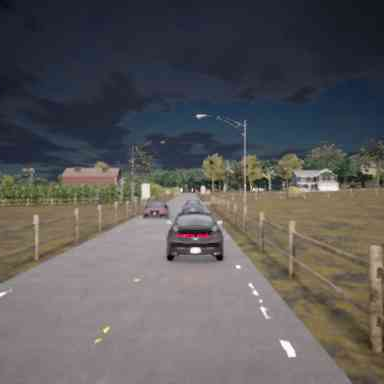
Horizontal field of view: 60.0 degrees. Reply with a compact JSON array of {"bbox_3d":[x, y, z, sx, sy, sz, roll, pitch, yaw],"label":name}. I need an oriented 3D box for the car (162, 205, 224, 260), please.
[{"bbox_3d":[0.098,1.457,12.174,1.837,1.490,4.892,0,0,0],"label":"car"}]

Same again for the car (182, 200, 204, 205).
[{"bbox_3d":[0.094,1.416,29.835,1.994,1.385,4.181,0,0,0],"label":"car"}]

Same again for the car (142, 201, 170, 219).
[{"bbox_3d":[-2.850,1.431,27.346,1.994,1.385,4.181,0,0,0],"label":"car"}]
